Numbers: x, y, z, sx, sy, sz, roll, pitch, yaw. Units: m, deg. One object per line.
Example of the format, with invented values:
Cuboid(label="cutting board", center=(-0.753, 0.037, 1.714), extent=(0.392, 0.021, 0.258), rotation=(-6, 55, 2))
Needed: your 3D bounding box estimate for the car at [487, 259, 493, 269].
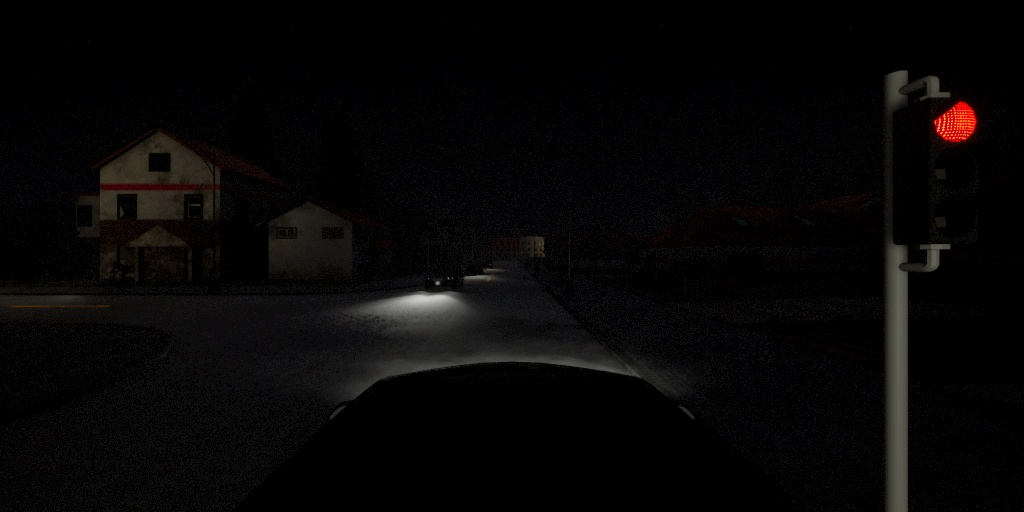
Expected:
Cuboid(label="car", center=(-4.068, 1.227, 56.049), extent=(1.882, 1.535, 5.008), rotation=(0, 0, 0))

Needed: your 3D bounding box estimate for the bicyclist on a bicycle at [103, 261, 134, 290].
Cuboid(label="bicyclist on a bicycle", center=(-22.538, 1.099, 20.572), extent=(0.582, 1.620, 1.656), rotation=(0, 0, 0))

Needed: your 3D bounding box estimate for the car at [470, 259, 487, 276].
Cuboid(label="car", center=(-4.095, 1.227, 38.181), extent=(1.882, 1.535, 5.008), rotation=(0, 0, 0))

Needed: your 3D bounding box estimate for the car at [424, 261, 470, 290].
Cuboid(label="car", center=(-4.096, 1.242, 22.240), extent=(2.128, 1.511, 4.902), rotation=(0, 0, 0))
